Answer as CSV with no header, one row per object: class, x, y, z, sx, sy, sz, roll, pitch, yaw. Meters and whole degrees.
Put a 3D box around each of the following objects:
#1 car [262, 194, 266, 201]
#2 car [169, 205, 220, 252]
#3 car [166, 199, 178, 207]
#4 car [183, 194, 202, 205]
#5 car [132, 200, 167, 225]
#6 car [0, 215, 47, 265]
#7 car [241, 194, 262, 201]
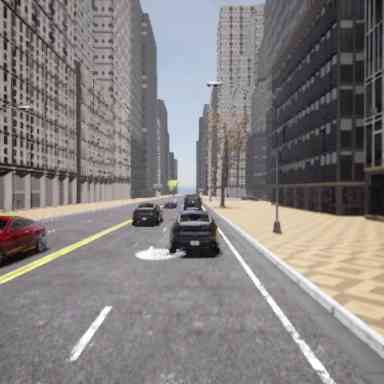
car,21.539,1.604,91.696,5.009,1.841,2.192,0,0,3
car,0.098,1.515,13.894,1.837,1.490,4.892,0,0,0
car,-3.154,1.674,50.794,1.895,1.301,4.718,0,0,0
car,0.095,1.276,41.397,2.150,2.045,5.566,0,0,0
car,-3.153,1.529,24.434,1.837,1.490,4.892,0,0,0
car,-6.531,1.534,11.163,1.812,1.442,4.674,0,0,1
car,15.984,1.595,91.892,5.009,1.841,2.192,0,0,3
